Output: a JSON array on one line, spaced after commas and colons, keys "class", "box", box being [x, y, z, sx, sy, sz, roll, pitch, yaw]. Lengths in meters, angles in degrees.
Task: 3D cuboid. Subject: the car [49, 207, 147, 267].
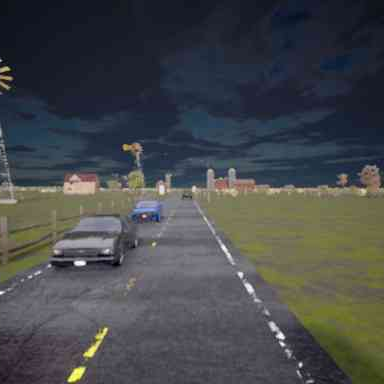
[{"class": "car", "box": [-3.002, 1.482, 11.457, 2.033, 1.411, 5.357, -1, 0, -1]}]

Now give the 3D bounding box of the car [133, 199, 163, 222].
[{"class": "car", "box": [-3.187, 1.302, 24.471, 1.882, 1.535, 5.008, -1, 1, -1]}]

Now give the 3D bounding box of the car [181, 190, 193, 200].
[{"class": "car", "box": [-1.040, 0.550, 68.110, 2.150, 2.045, 5.566, -1, 1, -1]}]
